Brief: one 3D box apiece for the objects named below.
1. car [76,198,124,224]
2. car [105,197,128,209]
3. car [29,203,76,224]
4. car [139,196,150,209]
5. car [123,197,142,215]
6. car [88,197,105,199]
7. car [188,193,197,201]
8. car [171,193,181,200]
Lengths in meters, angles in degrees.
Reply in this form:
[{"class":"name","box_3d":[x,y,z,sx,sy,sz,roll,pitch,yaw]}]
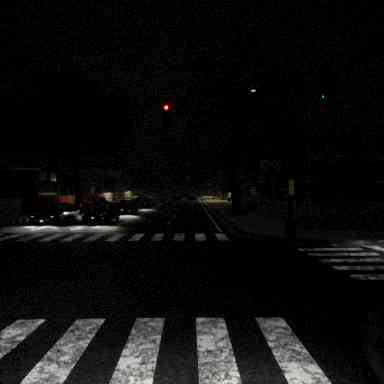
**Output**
[{"class":"car","box_3d":[-6.611,1.468,24.512,1.837,1.490,4.892,0,0,0]},{"class":"car","box_3d":[-9.862,1.432,43.863,1.895,1.301,4.718,0,1,0]},{"class":"car","box_3d":[-9.863,1.511,24.432,2.033,1.411,5.357,0,0,0]},{"class":"car","box_3d":[-6.610,1.336,43.814,1.837,1.490,4.892,0,1,0]},{"class":"car","box_3d":[-6.612,1.499,33.409,1.994,1.385,4.181,0,0,0]},{"class":"car","box_3d":[-9.865,1.285,33.816,2.097,1.767,4.553,0,0,0]},{"class":"car","box_3d":[0.070,0.935,67.114,1.882,1.535,5.008,0,1,0]},{"class":"car","box_3d":[-3.184,0.937,67.802,2.128,1.511,4.902,0,1,0]}]
